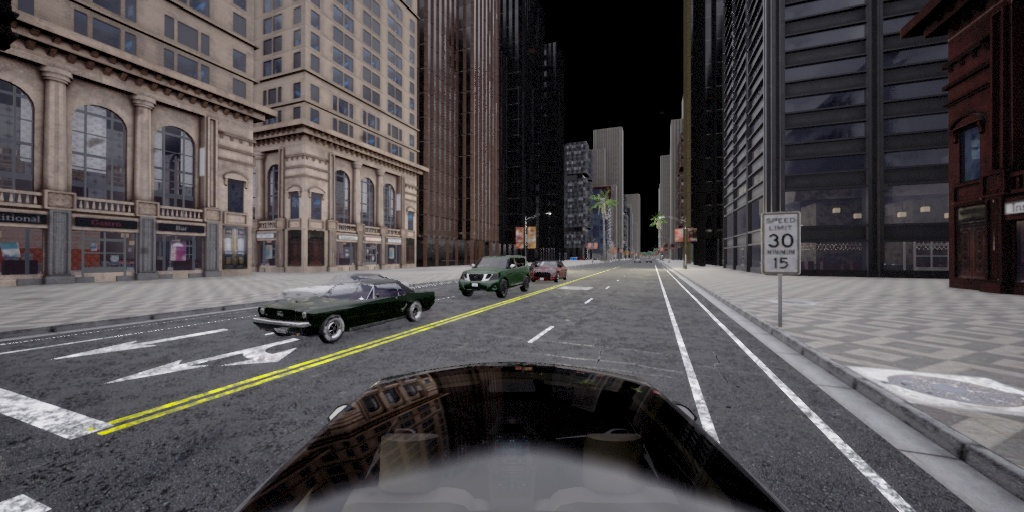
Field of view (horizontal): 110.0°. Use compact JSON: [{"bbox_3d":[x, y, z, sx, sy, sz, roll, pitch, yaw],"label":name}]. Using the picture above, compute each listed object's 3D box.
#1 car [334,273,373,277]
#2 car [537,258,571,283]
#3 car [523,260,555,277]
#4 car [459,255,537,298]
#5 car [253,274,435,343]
[{"bbox_3d":[-6.239,1.353,13.874,1.895,1.301,4.718,0,0,21],"label":"car"},{"bbox_3d":[3.002,1.115,28.581,2.097,1.767,4.553,0,0,21],"label":"car"},{"bbox_3d":[2.938,1.248,37.195,1.882,1.535,5.008,0,0,22],"label":"car"},{"bbox_3d":[-0.705,0.977,19.072,2.150,2.045,5.566,0,0,21],"label":"car"},{"bbox_3d":[-4.271,1.352,9.985,1.895,1.301,4.718,0,0,24],"label":"car"}]
